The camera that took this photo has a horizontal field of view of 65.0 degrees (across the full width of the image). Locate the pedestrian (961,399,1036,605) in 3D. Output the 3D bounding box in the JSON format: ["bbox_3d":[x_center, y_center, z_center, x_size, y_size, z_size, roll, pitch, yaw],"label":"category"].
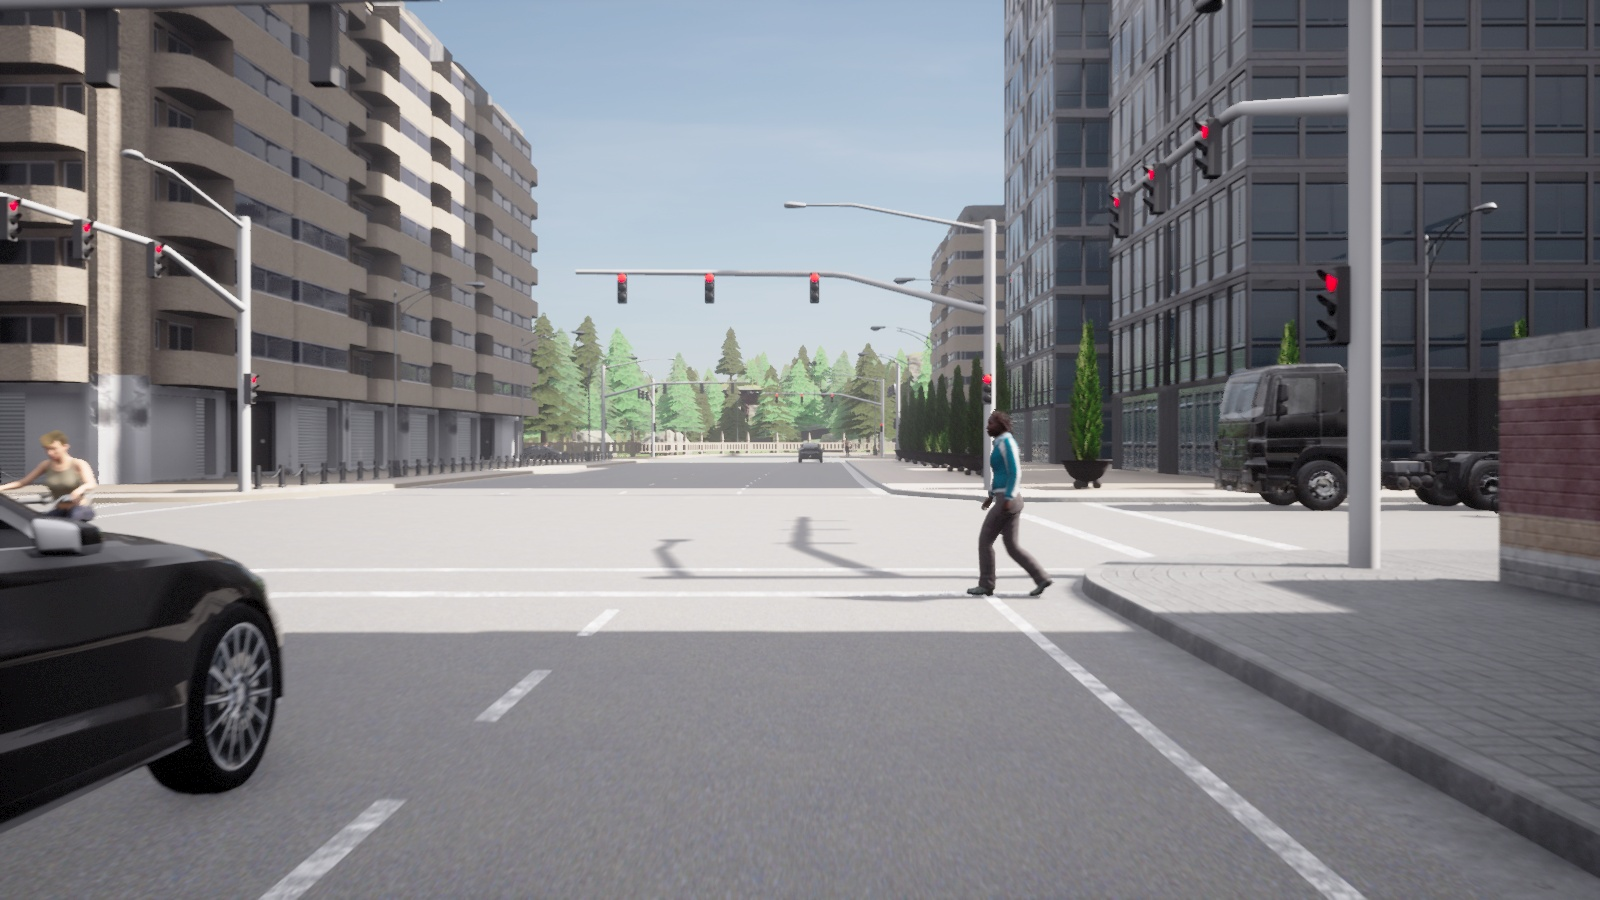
[{"bbox_3d":[1.908,0.483,12.039,0.692,1.930,0.396,0,0,11],"label":"pedestrian"}]

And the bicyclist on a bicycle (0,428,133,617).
[{"bbox_3d":[-6.920,0.613,11.441,0.866,1.612,1.509,0,0,0],"label":"bicyclist on a bicycle"}]

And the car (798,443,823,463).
[{"bbox_3d":[0.814,0.216,95.155,1.837,1.490,4.892,0,0,1],"label":"car"}]

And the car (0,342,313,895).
[{"bbox_3d":[-3.464,0.502,3.607,2.152,1.651,5.027,0,0,0],"label":"car"}]

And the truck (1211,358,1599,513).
[{"bbox_3d":[14.114,-0.335,29.515,7.936,3.462,2.891,0,0,1],"label":"truck"}]
